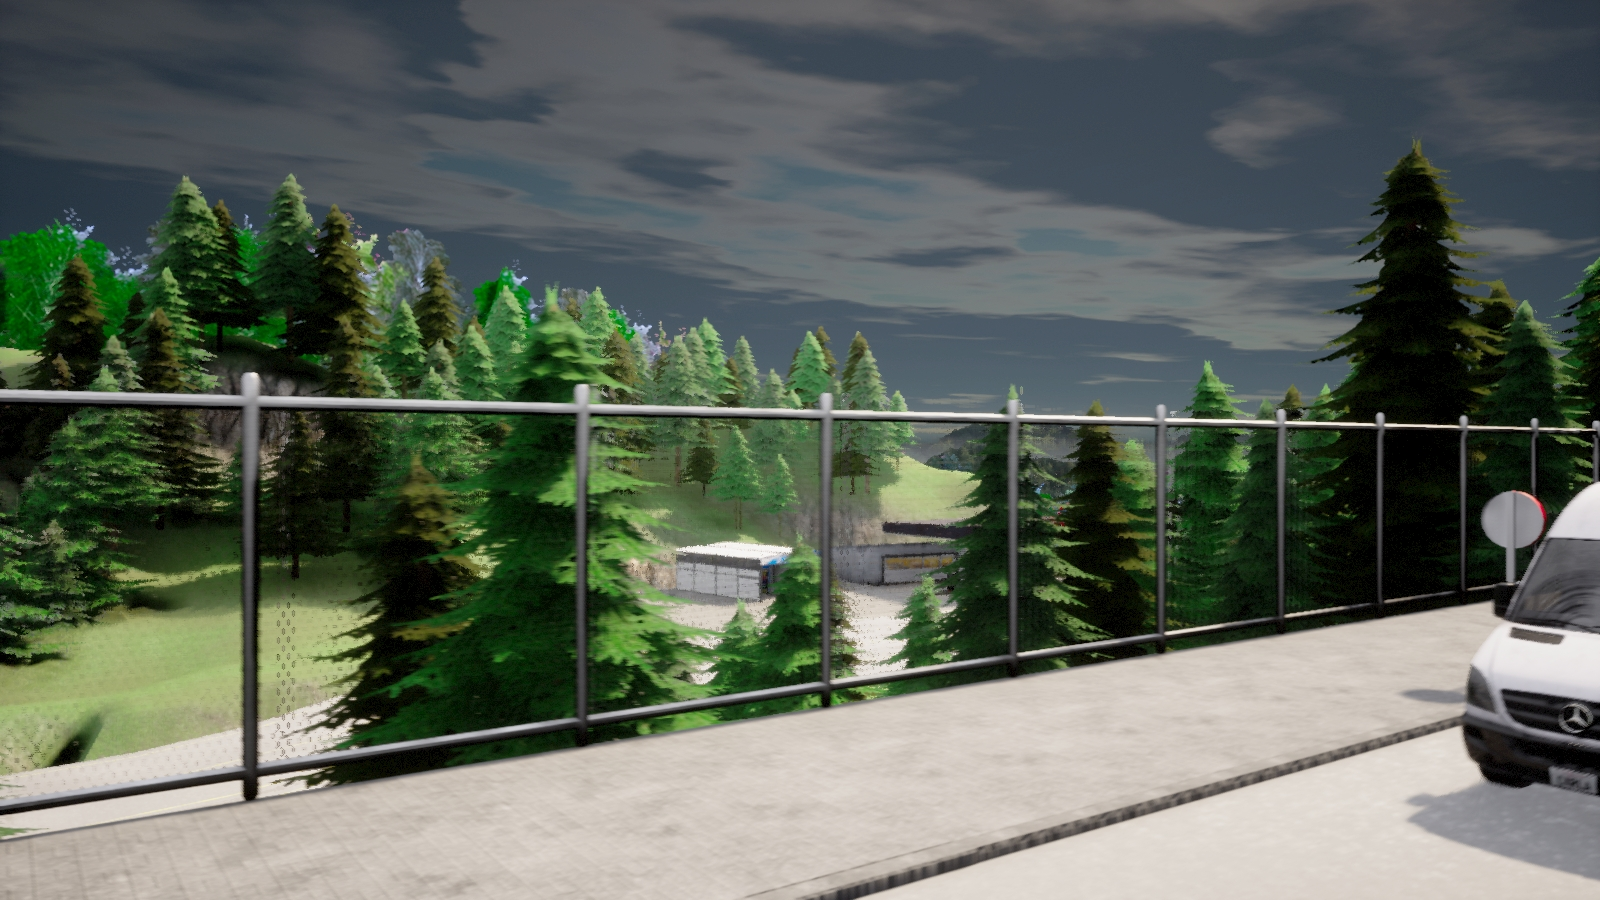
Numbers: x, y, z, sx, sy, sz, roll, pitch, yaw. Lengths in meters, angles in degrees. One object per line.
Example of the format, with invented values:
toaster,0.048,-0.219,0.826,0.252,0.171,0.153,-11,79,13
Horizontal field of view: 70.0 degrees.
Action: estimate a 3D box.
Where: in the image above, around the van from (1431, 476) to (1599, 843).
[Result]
van,8.041,1.534,10.029,5.915,2.561,1.988,0,0,-35
